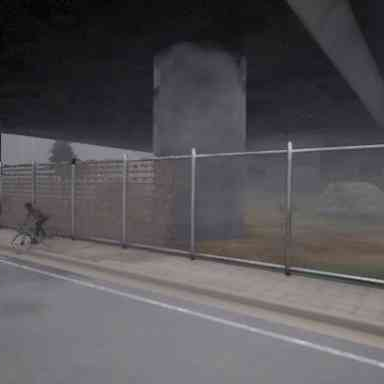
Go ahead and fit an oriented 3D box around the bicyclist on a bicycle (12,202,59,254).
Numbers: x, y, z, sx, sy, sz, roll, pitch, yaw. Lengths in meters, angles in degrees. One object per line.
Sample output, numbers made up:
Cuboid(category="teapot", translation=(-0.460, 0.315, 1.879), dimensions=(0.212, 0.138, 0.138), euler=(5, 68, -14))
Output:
Cuboid(category="bicyclist on a bicycle", translation=(-5.187, 1.135, 11.012), dimensions=(0.582, 1.620, 1.656), euler=(1, 7, 35))
